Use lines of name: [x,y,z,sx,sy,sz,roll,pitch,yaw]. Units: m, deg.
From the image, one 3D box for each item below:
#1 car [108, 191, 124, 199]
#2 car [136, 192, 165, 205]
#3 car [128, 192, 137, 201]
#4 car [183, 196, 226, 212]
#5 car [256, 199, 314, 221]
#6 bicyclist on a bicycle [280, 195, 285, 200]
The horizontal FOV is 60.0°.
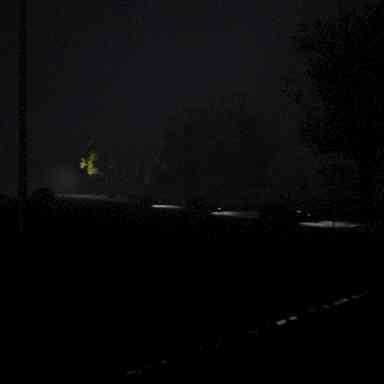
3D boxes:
car: [-14.524,0.570,63.306,2.128,1.511,4.902,0,1,-33]
car: [-5.174,0.993,43.611,1.994,1.385,4.181,0,1,-33]
car: [-8.880,0.723,54.680,1.882,1.535,5.008,0,1,-33]
car: [1.160,1.162,33.894,2.033,1.411,5.357,0,1,-33]
car: [6.888,1.304,25.117,1.812,1.442,4.674,0,1,-33]
bicyclist on a bicycle: [8.914,1.142,32.949,1.656,1.620,0.582,0,1,-33]
